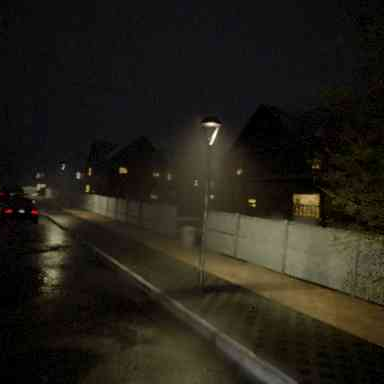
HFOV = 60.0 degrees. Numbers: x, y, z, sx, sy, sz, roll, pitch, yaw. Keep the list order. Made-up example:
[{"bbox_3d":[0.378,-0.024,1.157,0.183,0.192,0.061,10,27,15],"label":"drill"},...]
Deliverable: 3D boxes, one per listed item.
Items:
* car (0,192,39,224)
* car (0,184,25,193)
[{"bbox_3d":[-10.169,1.005,19.673,2.033,1.411,5.357,4,-1,-30],"label":"car"},{"bbox_3d":[-17.757,0.271,32.761,2.150,2.045,5.566,4,0,-30],"label":"car"}]
